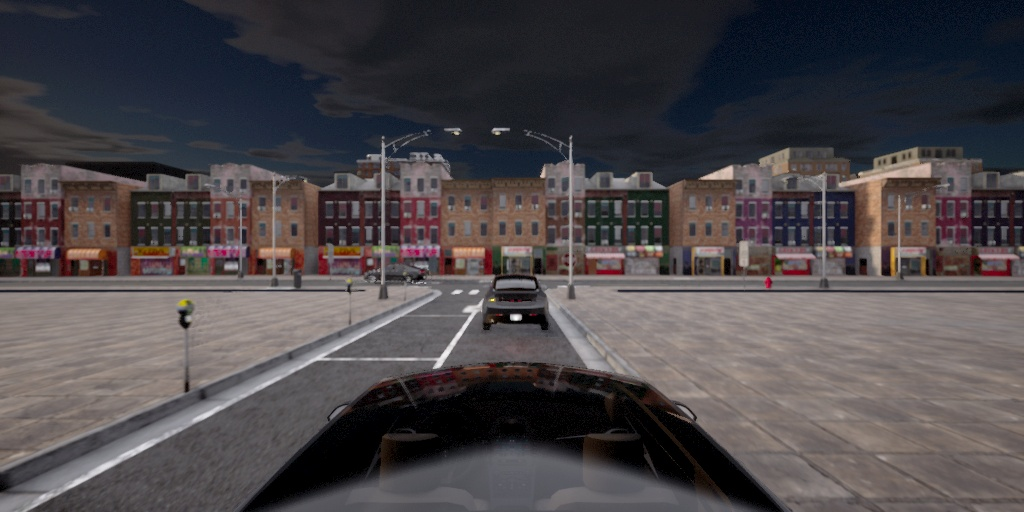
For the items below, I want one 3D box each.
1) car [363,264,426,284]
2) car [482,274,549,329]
[{"bbox_3d":[-9.352,1.421,28.639,4.892,1.490,1.837,0,-2,6],"label":"car"},{"bbox_3d":[0.101,1.324,11.502,1.837,1.490,4.892,0,0,0],"label":"car"}]
